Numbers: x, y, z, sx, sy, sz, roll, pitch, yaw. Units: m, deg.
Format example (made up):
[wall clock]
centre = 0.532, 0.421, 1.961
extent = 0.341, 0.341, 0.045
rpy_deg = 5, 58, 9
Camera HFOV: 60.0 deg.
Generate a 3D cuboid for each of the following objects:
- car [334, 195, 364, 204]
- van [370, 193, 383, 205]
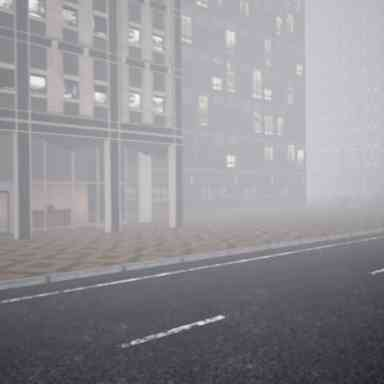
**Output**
[car]
centre = 24.253, 1.185, 51.560
extent = 1.887, 1.381, 4.507
rpy_deg = -1, 1, -34
[van]
centre = 27.436, 1.007, 47.026
extent = 1.690, 1.788, 3.998
rpy_deg = -1, 1, -34
